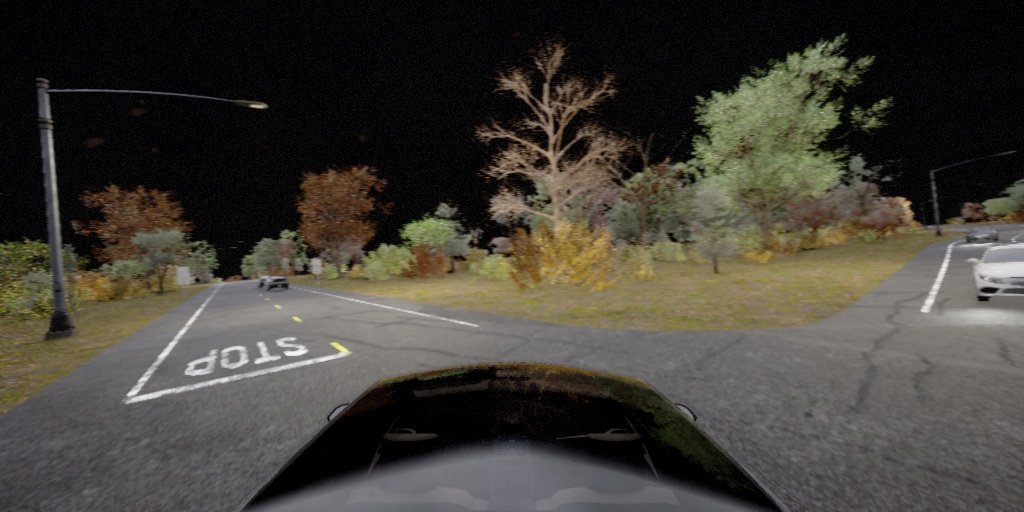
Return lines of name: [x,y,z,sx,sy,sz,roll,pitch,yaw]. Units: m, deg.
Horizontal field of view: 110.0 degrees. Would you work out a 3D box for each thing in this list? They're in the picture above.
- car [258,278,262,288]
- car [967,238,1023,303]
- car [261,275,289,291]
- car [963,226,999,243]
car: [-31.471,3.251,46.242,1.882,1.535,5.008,-4,1,-38]
car: [14.196,0.368,9.900,4.674,1.442,1.812,-5,-1,-38]
car: [-24.668,2.824,37.579,1.837,1.490,4.892,-4,0,-38]
car: [44.707,-2.069,34.138,4.902,1.511,2.128,-5,-2,-36]
